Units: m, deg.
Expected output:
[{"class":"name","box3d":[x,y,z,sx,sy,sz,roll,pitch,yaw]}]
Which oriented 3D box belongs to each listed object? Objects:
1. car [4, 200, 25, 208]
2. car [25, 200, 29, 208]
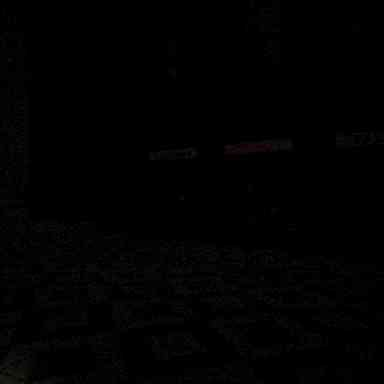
[{"class":"car","box3d":[-29.278,2.005,56.159,1.887,1.381,4.507,-1,-2,35]},{"class":"car","box3d":[-22.344,1.781,51.209,2.192,1.841,5.009,-1,-2,35]}]
